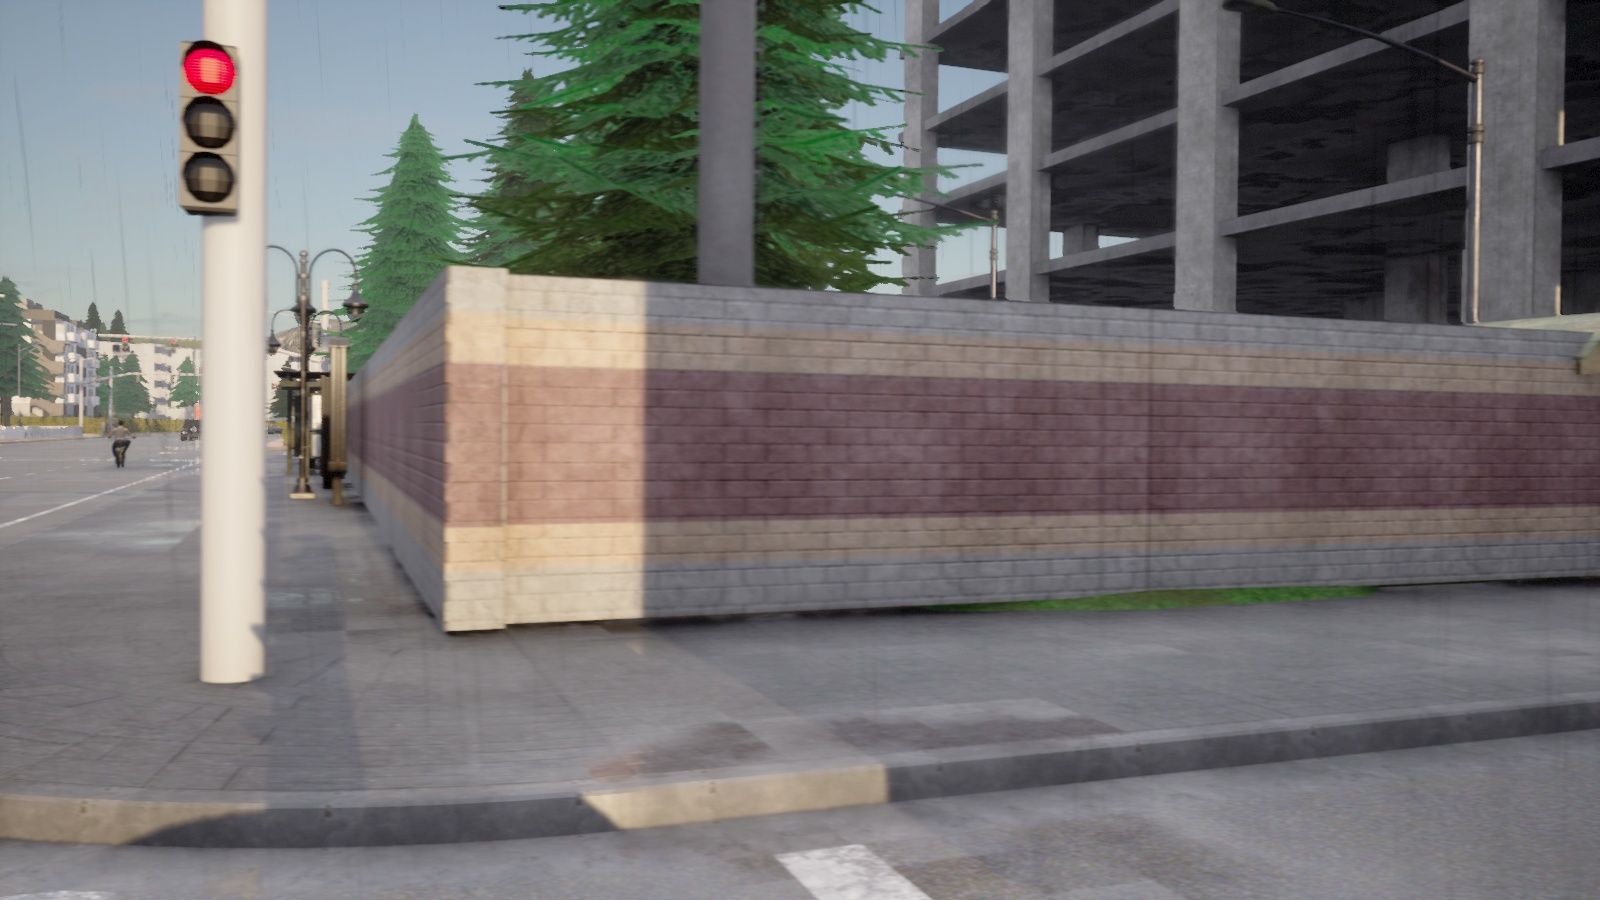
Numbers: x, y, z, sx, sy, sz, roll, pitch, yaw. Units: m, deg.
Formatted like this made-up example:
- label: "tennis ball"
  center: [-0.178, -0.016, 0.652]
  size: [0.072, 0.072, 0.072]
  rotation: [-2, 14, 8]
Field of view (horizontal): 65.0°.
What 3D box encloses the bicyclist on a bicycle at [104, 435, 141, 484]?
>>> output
- label: "bicyclist on a bicycle"
  center: [-22.561, 0.296, 41.822]
  size: [0.866, 1.612, 1.509]
  rotation: [-1, 1, -21]
